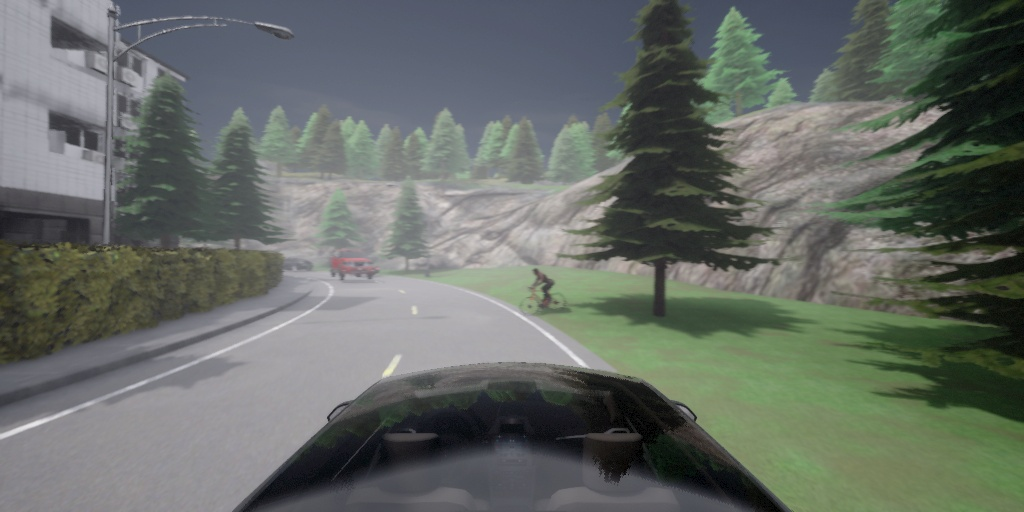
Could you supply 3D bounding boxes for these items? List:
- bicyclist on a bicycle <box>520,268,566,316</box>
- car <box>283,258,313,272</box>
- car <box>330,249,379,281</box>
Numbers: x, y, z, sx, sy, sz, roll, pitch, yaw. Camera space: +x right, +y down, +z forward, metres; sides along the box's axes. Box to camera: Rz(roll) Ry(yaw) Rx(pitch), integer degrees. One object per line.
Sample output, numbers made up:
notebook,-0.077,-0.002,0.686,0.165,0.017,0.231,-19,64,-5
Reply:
bicyclist on a bicycle,1.022,1.201,12.244,1.656,1.620,0.582,-6,3,-13
car,-24.800,0.968,40.506,4.892,1.490,1.837,2,0,19
car,-11.918,0.521,26.518,2.150,2.045,5.566,1,0,-36
